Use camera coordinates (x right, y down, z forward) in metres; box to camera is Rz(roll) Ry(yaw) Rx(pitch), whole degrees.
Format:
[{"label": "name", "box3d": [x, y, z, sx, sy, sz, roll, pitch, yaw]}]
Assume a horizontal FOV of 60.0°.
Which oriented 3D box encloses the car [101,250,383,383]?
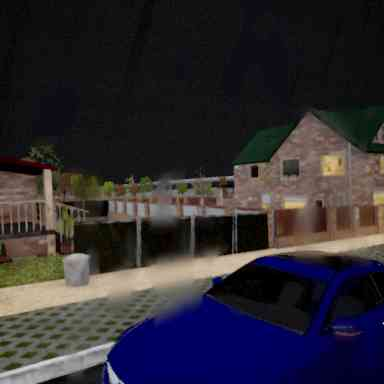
[{"label": "car", "box3d": [1.303, 1.518, 3.992, 4.674, 1.442, 1.812, 0, 0, -35]}]
